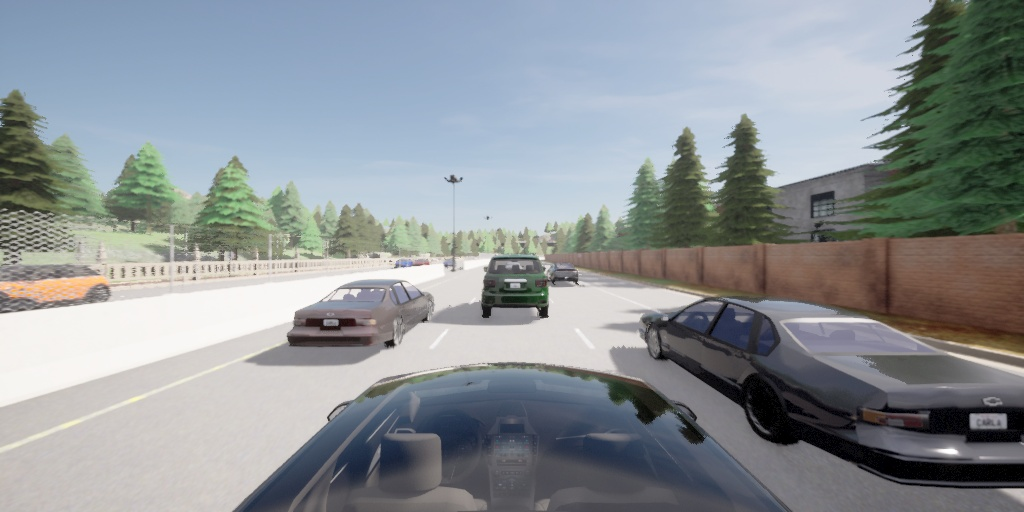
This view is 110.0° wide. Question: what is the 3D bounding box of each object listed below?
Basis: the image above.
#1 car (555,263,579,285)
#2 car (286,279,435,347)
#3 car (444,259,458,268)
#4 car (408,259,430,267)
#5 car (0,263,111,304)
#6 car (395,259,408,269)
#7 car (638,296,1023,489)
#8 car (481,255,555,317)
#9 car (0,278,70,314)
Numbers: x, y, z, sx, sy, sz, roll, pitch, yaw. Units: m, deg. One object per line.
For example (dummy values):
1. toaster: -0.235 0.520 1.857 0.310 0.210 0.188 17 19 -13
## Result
1. car: 3.599 1.241 26.081 2.128 1.511 4.902 0 0 0
2. car: -3.400 1.297 9.239 2.033 1.411 5.357 0 0 0
3. car: -10.423 1.275 60.676 1.812 1.442 4.674 0 0 2
4. car: -14.048 1.226 55.549 1.882 1.535 5.008 0 0 1
5. car: -17.601 1.101 12.786 2.097 1.767 4.553 0 0 0
6. car: -17.492 1.228 58.542 1.882 1.535 5.008 0 0 2
7. car: 3.599 1.298 5.222 2.033 1.411 5.357 0 0 0
8. car: 0.099 0.971 13.274 2.150 2.045 5.566 0 0 0
9. car: -10.601 1.256 5.354 1.837 1.490 4.892 0 0 0
